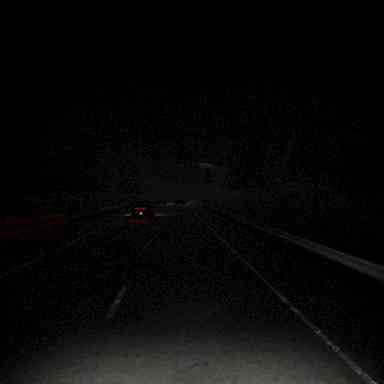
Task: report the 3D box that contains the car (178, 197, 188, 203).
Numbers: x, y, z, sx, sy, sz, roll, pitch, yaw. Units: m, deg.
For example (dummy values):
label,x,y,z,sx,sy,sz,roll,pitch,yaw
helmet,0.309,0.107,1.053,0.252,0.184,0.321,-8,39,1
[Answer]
label,x,y,z,sx,sy,sz,roll,pitch,yaw
car,-1.890,1.736,73.966,1.895,1.301,4.718,0,0,3

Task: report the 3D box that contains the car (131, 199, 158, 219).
label,x,y,z,sx,sy,sz,roll,pitch,yaw
car,-4.503,1.622,30.947,1.837,1.490,4.892,0,-1,-3

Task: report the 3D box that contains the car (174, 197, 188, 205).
label,x,y,z,sx,sy,sz,roll,pitch,yaw
car,-2.220,1.744,63.372,1.812,1.442,4.674,0,0,1

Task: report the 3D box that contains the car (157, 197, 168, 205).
label,x,y,z,sx,sy,sz,roll,pitch,yaw
car,-5.727,1.727,62.922,2.128,1.511,4.902,0,0,1
